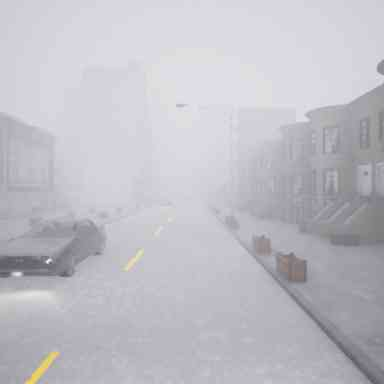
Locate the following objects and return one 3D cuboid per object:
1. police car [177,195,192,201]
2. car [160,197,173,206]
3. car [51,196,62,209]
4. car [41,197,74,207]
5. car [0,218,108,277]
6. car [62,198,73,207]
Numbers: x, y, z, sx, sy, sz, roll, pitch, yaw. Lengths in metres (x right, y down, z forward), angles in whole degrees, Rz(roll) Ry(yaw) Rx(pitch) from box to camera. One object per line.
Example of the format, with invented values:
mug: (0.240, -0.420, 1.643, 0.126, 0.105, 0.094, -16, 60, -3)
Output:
police car: (-1.967, 1.438, 83.282, 1.930, 1.638, 5.238, 0, 0, -37)
car: (-4.064, 1.498, 53.765, 2.128, 1.511, 4.902, 0, 0, 1)
car: (-19.081, 1.247, 42.174, 3.866, 1.878, 1.905, 0, 0, 10)
car: (-19.460, 1.422, 48.226, 4.193, 1.474, 1.816, 0, 0, 10)
car: (-4.100, 1.549, 10.461, 2.033, 1.411, 5.357, 0, 0, 0)
car: (-19.315, 1.353, 45.275, 4.611, 1.667, 2.242, 0, 0, 10)
